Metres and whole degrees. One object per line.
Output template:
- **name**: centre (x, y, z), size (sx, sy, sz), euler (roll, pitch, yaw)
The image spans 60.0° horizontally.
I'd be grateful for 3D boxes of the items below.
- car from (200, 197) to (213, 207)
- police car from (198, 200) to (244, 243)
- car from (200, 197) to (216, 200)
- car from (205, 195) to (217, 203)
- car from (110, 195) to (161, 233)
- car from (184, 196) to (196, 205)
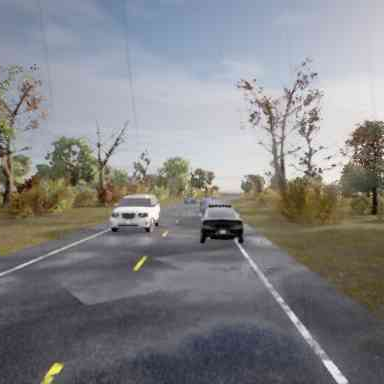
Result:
- **car**: centre (2.202, 1.500, 50.228), size (1.812, 1.442, 4.674), euler (0, 0, 5)
- **police car**: centre (1.327, 1.399, 16.034), size (1.930, 1.638, 5.238), euler (0, 0, 2)
- **car**: centre (1.703, 1.440, 25.873), size (1.882, 1.535, 5.008), euler (0, 0, 3)
- **car**: centre (3.981, 1.472, 68.283), size (2.128, 1.511, 4.902), euler (0, 0, 7)
- **car**: centre (-3.179, 1.188, 19.776), size (2.150, 2.045, 5.566), euler (0, 0, 2)
- **car**: centre (-0.372, 1.491, 60.157), size (2.128, 1.511, 4.902), euler (0, 0, 6)
